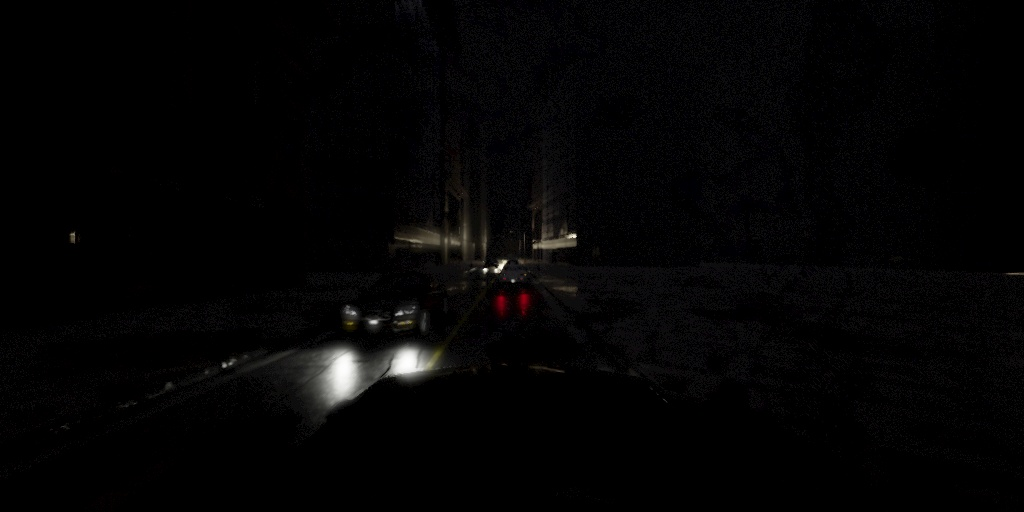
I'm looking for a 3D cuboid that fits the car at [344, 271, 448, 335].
[{"bbox_3d":[-3.089,1.237,10.472,1.837,1.490,4.892,0,0,0],"label":"car"}]

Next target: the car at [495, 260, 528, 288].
[{"bbox_3d":[0.068,1.222,23.398,1.812,1.442,4.674,0,0,0],"label":"car"}]

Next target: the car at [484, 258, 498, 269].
[{"bbox_3d":[-3.058,1.059,53.266,1.882,1.535,5.008,0,0,0],"label":"car"}]
